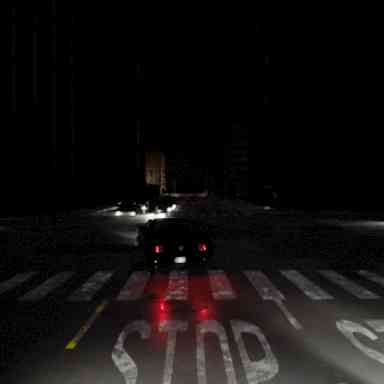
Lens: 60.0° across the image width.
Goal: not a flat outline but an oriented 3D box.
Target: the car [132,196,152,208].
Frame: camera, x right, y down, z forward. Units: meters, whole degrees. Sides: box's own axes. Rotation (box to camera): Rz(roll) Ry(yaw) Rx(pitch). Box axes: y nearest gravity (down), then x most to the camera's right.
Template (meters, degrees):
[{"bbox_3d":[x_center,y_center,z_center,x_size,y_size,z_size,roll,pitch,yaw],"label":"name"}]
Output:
[{"bbox_3d":[-7.093,1.379,47.583,2.033,1.411,5.357,0,0,0],"label":"car"}]

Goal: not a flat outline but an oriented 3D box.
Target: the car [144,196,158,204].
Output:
[{"bbox_3d":[-7.052,1.396,57.843,1.895,1.301,4.718,0,0,1],"label":"car"}]

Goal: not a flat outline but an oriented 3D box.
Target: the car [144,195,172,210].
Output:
[{"bbox_3d":[-3.589,1.364,36.023,2.128,1.511,4.902,0,0,-1],"label":"car"}]

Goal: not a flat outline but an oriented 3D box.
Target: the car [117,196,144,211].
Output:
[{"bbox_3d":[-7.090,1.217,38.109,2.097,1.767,4.553,0,0,0],"label":"car"}]

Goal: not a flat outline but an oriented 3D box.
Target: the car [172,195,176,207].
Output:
[{"bbox_3d":[-3.592,1.404,44.942,1.994,1.385,4.181,0,0,0],"label":"car"}]

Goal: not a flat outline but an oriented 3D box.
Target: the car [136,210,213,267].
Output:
[{"bbox_3d":[-0.813,1.539,11.290,1.895,1.301,4.718,0,1,-13],"label":"car"}]

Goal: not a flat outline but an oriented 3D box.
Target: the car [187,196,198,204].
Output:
[{"bbox_3d":[0.091,1.338,59.054,2.033,1.411,5.357,0,0,0],"label":"car"}]
